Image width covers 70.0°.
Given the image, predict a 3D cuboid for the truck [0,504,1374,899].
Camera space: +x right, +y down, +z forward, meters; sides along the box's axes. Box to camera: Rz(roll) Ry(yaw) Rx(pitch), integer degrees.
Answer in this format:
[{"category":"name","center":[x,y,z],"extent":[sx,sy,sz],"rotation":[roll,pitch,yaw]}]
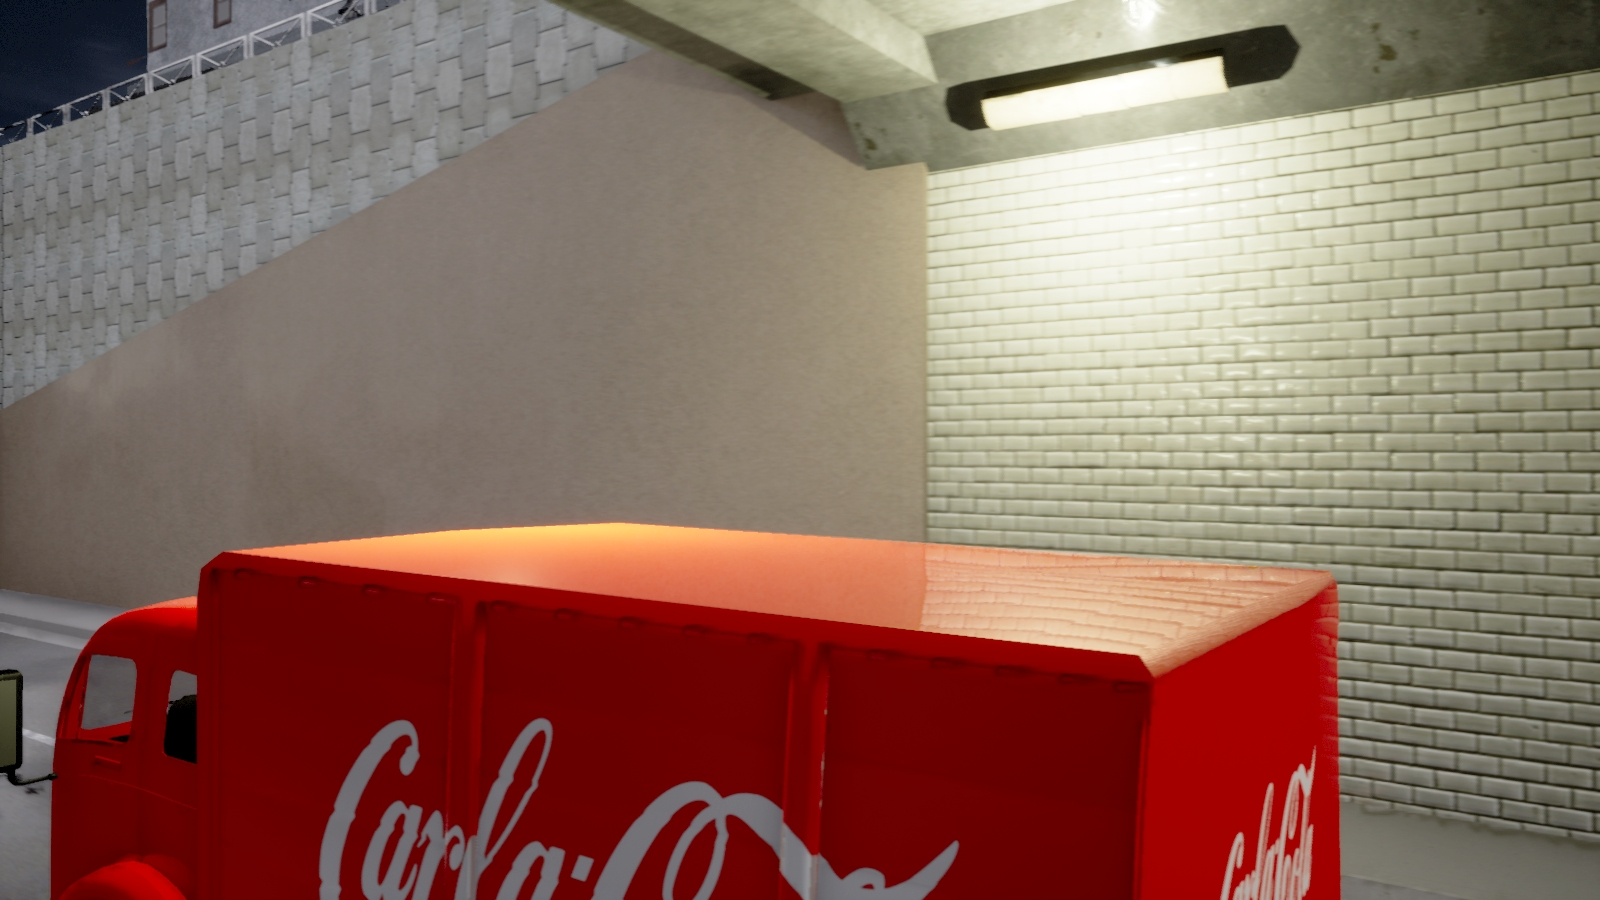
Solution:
[{"category":"truck","center":[-0.885,1.571,4.405],"extent":[5.204,2.467,2.627],"rotation":[0,0,35]}]
